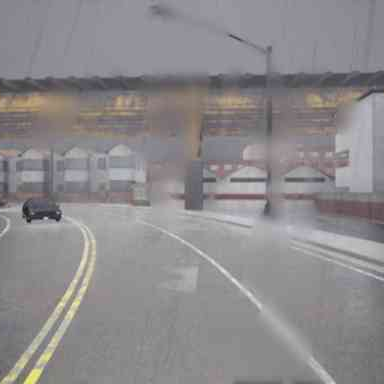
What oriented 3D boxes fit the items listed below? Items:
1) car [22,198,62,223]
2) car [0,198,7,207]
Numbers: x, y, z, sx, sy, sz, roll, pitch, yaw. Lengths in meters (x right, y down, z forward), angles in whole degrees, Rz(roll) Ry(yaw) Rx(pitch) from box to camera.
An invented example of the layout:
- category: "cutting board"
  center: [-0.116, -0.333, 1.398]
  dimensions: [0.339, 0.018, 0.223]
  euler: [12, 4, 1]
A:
- category: "car"
  center: [-9.550, 1.058, 20.941]
  dimensions: [2.033, 1.411, 5.357]
  euler: [0, 1, -31]
- category: "car"
  center: [-24.486, 1.071, 39.783]
  dimensions: [5.357, 1.411, 2.033]
  euler: [-1, 0, 29]
